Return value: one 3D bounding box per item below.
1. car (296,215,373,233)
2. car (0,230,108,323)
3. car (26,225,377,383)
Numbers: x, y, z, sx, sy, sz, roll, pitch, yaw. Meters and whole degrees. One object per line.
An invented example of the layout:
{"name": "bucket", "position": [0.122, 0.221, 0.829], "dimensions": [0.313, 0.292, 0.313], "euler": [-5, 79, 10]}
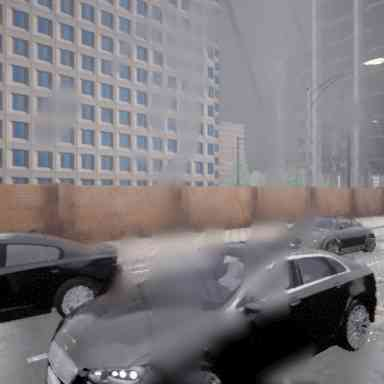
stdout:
{"name": "car", "position": [4.887, 1.563, 12.128], "dimensions": [4.181, 1.385, 1.994], "euler": [0, 0, -37]}
{"name": "car", "position": [-3.687, 1.478, 5.769], "dimensions": [5.008, 1.535, 1.882], "euler": [0, 0, -34]}
{"name": "car", "position": [0.683, 1.490, 4.538], "dimensions": [4.902, 1.511, 2.128], "euler": [0, 0, -37]}
